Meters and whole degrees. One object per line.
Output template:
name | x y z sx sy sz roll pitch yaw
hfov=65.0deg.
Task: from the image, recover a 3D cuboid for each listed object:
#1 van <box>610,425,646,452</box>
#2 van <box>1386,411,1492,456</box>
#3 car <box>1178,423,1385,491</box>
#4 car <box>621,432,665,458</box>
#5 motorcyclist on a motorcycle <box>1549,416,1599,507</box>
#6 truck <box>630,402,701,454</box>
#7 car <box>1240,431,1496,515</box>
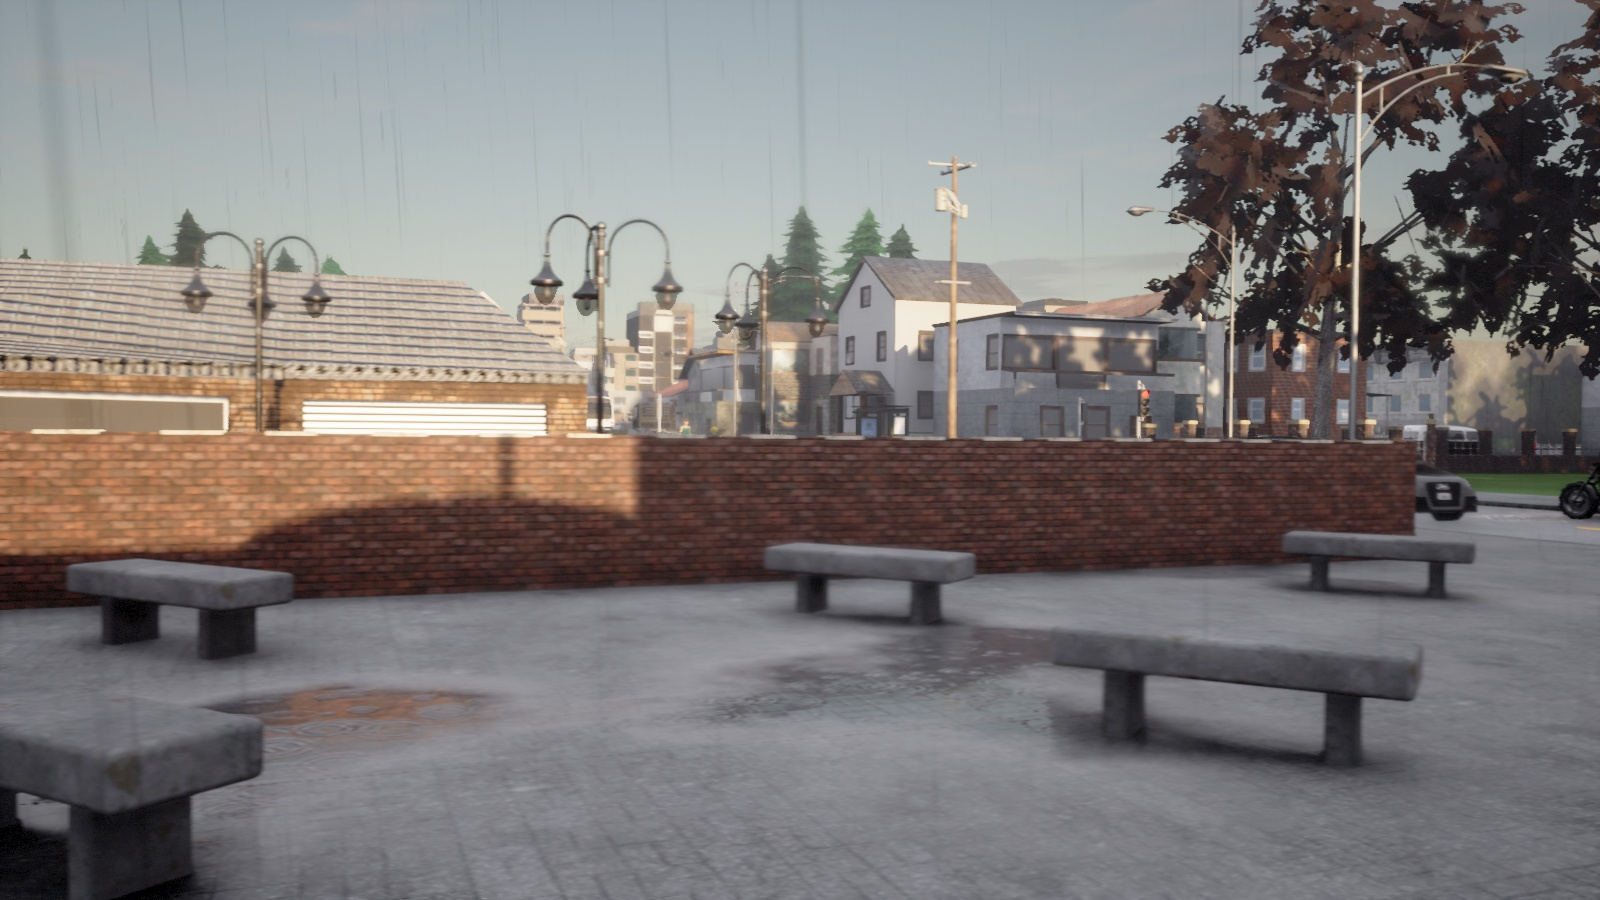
van | -13.345 -0.906 97.297 1.775 1.987 4.442 -1 1 -21
van | 30.207 -0.805 59.354 4.480 2.038 2.069 -1 1 -23
car | 11.812 0.125 31.219 1.882 1.535 5.008 -1 1 -23
car | -9.511 -0.335 75.931 1.845 1.501 3.633 -1 1 -21
motorcyclist on a motorcycle | 14.986 0.200 22.824 0.766 1.649 2.350 -1 1 -23
truck | -9.380 -1.511 86.806 2.891 3.462 7.936 -1 1 -21
car | 10.425 0.356 23.411 1.994 1.385 4.181 -1 1 -20
